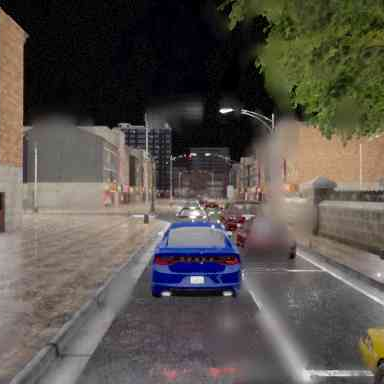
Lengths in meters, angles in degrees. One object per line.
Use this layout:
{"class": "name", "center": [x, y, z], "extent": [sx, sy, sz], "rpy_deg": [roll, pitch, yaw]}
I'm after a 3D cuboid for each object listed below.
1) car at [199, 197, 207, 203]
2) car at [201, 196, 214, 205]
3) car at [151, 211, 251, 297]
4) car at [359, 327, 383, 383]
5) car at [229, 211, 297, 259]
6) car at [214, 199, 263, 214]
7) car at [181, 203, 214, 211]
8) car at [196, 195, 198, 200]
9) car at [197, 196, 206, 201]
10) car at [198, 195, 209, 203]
{"class": "car", "center": [2.514, 1.738, 76.890], "extent": [1.802, 1.307, 4.206], "rpy_deg": [0, 0, 0]}
{"class": "car", "center": [2.570, 1.599, 44.267], "extent": [1.887, 1.381, 4.507], "rpy_deg": [1, 0, 0]}
{"class": "car", "center": [0.084, 1.480, 8.638], "extent": [1.882, 1.535, 5.008], "rpy_deg": [0, 0, 0]}
{"class": "car", "center": [2.644, 1.526, 1.658], "extent": [1.752, 1.417, 4.829], "rpy_deg": [1, 0, 0]}
{"class": "car", "center": [2.625, 1.586, 12.387], "extent": [1.802, 1.307, 4.206], "rpy_deg": [1, 0, 0]}
{"class": "car", "center": [2.618, 1.324, 17.837], "extent": [2.192, 1.841, 5.009], "rpy_deg": [1, 0, 0]}
{"class": "car", "center": [0.069, 1.558, 18.578], "extent": [2.033, 1.411, 5.357], "rpy_deg": [0, 0, 0]}
{"class": "car", "center": [2.535, 1.432, 66.016], "extent": [2.192, 1.841, 5.009], "rpy_deg": [1, 0, 0]}
{"class": "car", "center": [2.495, 1.752, 87.765], "extent": [2.008, 1.369, 4.403], "rpy_deg": [0, 0, 0]}
{"class": "car", "center": [2.542, 1.644, 60.578], "extent": [1.887, 1.381, 4.507], "rpy_deg": [1, 0, 0]}
